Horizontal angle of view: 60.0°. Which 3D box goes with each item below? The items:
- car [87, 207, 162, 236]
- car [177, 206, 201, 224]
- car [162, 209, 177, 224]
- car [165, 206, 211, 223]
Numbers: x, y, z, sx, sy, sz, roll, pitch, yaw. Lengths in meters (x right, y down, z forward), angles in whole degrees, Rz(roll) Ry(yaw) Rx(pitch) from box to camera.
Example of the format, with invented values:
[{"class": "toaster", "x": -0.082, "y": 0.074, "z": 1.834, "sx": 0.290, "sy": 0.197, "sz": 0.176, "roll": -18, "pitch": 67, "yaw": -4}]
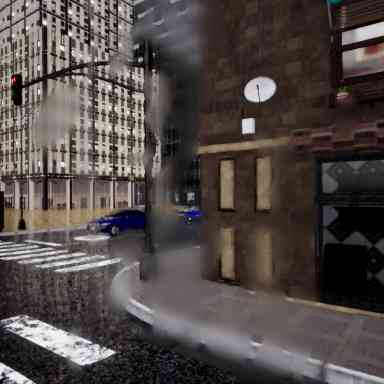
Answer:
[{"class": "car", "x": -4.172, "y": 1.773, "z": 20.248, "sx": 1.812, "sy": 1.442, "sz": 4.674, "roll": -1, "pitch": -1, "yaw": 33}, {"class": "car", "x": 1.247, "y": 1.863, "z": 27.965, "sx": 1.882, "sy": 1.535, "sz": 5.008, "roll": -1, "pitch": -1, "yaw": 35}, {"class": "car", "x": -3.526, "y": 1.894, "z": 25.924, "sx": 2.008, "sy": 1.369, "sz": 4.403, "roll": -2, "pitch": -2, "yaw": 35}, {"class": "car", "x": -0.324, "y": 1.975, "z": 30.481, "sx": 2.008, "sy": 1.369, "sz": 4.403, "roll": -2, "pitch": -2, "yaw": 35}]
